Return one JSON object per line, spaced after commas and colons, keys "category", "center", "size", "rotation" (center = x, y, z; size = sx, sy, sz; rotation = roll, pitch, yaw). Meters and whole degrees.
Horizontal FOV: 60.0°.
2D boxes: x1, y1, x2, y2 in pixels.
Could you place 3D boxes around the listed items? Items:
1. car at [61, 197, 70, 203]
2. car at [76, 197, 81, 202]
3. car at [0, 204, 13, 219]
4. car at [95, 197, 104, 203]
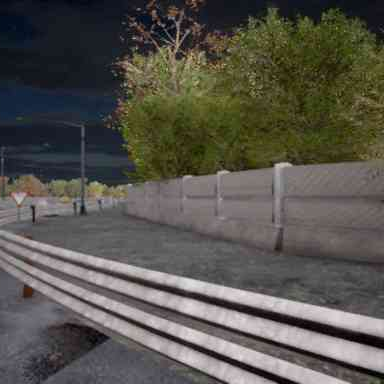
{"category": "car", "center": [-31.808, 1.976, 83.398], "size": [1.882, 1.535, 5.008], "rotation": [0, 0, -22]}
{"category": "car", "center": [-28.510, 2.010, 84.568], "size": [2.128, 1.511, 4.902], "rotation": [0, 0, -22]}
{"category": "car", "center": [-17.391, 1.753, 29.013], "size": [1.882, 1.535, 5.008], "rotation": [-1, 0, -8]}
{"category": "car", "center": [-23.566, 2.009, 84.757], "size": [1.994, 1.385, 4.181], "rotation": [0, 0, -7]}
